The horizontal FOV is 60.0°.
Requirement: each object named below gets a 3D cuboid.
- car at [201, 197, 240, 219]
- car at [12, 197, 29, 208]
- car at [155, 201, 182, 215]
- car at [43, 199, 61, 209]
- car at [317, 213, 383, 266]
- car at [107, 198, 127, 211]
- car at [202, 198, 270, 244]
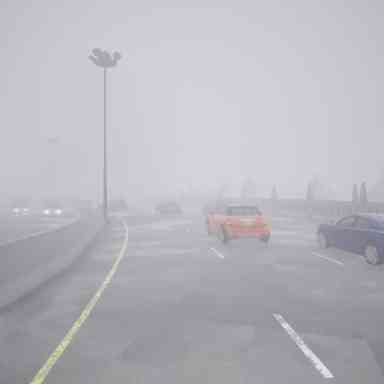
[{"bbox_3d":[2.454,1.351,29.996,2.097,1.767,4.553,0,0,-16],"label":"car"},{"bbox_3d":[-24.085,1.491,46.541,2.128,1.511,4.902,0,0,-32],"label":"car"},{"bbox_3d":[-2.498,1.562,33.989,1.994,1.385,4.181,0,0,-19],"label":"car"},{"bbox_3d":[-18.733,1.600,44.360,1.895,1.301,4.718,0,0,-29],"label":"car"},{"bbox_3d":[6.223,1.477,11.628,1.882,1.535,5.008,0,0,-6],"label":"car"},{"bbox_3d":[-9.490,1.490,41.829,2.128,1.511,4.902,0,0,-24],"label":"car"},{"bbox_3d":[2.042,1.351,16.187,2.097,1.767,4.553,0,0,-9],"label":"car"}]
